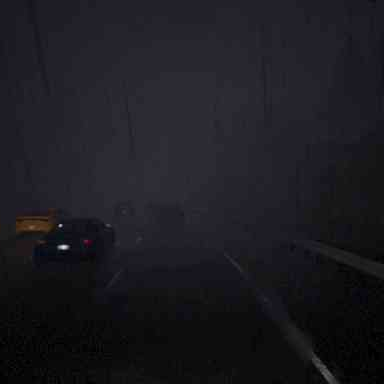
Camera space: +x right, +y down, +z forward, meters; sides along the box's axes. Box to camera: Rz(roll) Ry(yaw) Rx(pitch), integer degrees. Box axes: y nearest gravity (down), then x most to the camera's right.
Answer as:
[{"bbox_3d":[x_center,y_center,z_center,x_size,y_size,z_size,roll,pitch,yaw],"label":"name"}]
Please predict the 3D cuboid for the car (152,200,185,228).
[{"bbox_3d":[-1.637,1.598,23.591,1.882,1.535,5.008,0,0,-8],"label":"car"}]

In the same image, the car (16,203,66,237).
[{"bbox_3d":[-8.081,1.581,18.680,1.882,1.535,5.008,0,0,-6],"label":"car"}]

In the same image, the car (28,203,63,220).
[{"bbox_3d":[-13.296,1.733,30.471,1.994,1.385,4.181,0,0,-10],"label":"car"}]

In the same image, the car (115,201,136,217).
[{"bbox_3d":[-6.761,1.668,33.618,2.128,1.511,4.902,0,0,-10],"label":"car"}]

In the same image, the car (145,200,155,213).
[{"bbox_3d":[-4.782,1.690,41.309,1.882,1.535,5.008,0,0,-13],"label":"car"}]

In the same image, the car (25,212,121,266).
[{"bbox_3d":[-3.974,1.629,11.921,1.994,1.385,4.181,0,0,-4],"label":"car"}]
